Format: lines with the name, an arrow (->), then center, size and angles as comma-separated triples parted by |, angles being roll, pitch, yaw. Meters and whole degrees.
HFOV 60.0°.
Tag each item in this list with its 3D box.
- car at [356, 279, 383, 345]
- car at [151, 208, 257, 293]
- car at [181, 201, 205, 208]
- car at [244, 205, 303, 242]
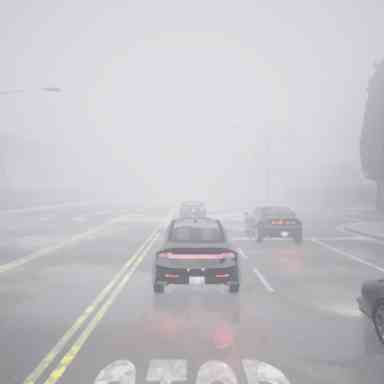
car -> 3.595, 1.515, 2.954 | 2.033, 1.411, 5.357 | 0, 1, 0
car -> 0.089, 1.401, 8.583 | 2.128, 1.511, 4.902 | 0, 1, 0
car -> 0.064, 1.329, 26.257 | 1.895, 1.301, 4.718 | 0, 1, 0
car -> 3.579, 1.346, 15.280 | 1.837, 1.490, 4.892 | 0, 1, 0
